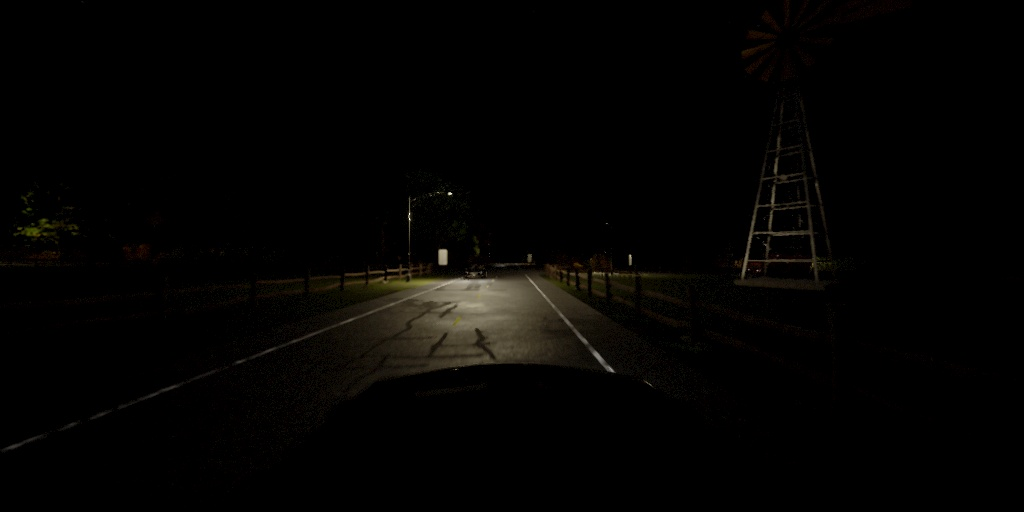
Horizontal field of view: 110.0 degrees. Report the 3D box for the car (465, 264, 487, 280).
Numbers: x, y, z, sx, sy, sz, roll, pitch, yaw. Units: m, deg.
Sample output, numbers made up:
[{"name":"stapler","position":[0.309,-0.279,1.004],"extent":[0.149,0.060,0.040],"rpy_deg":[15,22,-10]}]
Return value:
[{"name":"car","position":[-3.565,1.557,36.005],"extent":[1.837,1.490,4.892],"rpy_deg":[0,-1,0]}]
